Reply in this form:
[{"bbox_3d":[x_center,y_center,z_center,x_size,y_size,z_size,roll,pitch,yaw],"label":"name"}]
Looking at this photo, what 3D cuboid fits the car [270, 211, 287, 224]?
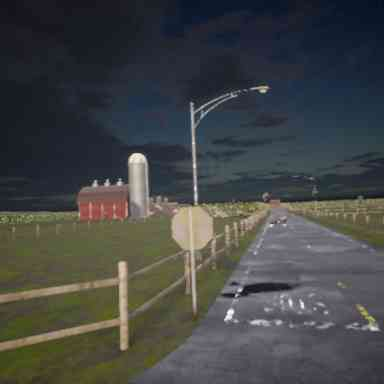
[{"bbox_3d":[11.765,3.400,45.420,2.097,1.767,4.553,-3,-3,14],"label":"car"}]
